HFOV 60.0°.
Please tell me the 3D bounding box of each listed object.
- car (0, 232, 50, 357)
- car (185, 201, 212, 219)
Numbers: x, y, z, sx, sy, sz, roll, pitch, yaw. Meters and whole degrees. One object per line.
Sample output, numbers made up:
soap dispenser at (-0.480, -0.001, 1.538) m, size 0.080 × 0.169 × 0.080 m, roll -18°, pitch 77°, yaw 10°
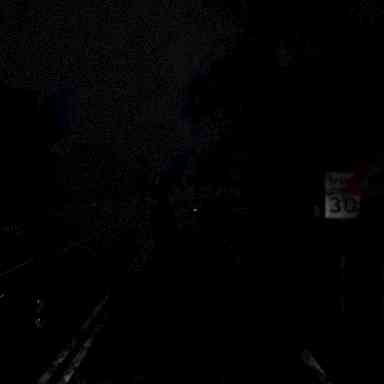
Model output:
car at (-3.365, 1.357, 3.542) m, size 2.097 × 1.767 × 4.553 m, roll 0°, pitch 0°, yaw 0°
car at (0.582, 1.439, 28.305) m, size 2.033 × 1.411 × 5.357 m, roll 0°, pitch 0°, yaw 8°
